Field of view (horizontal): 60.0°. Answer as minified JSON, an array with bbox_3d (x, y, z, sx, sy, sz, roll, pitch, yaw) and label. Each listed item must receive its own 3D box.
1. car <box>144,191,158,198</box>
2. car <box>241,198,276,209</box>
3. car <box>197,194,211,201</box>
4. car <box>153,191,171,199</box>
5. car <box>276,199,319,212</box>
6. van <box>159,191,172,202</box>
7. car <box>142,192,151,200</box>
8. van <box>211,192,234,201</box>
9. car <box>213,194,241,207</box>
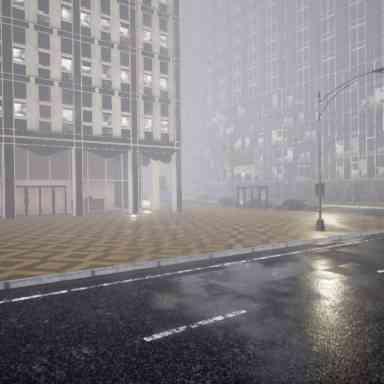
[{"bbox_3d":[-10.273,0.683,82.883,1.967,1.590,4.097,0,1,-34],"label":"car"},{"bbox_3d":[8.471,1.386,40.602,1.802,1.307,4.206,-1,1,-34],"label":"car"},{"bbox_3d":[2.600,1.041,64.145,1.802,1.307,4.206,-1,1,-34],"label":"car"},{"bbox_3d":[-7.055,0.612,78.197,2.192,1.841,5.009,0,1,-34],"label":"car"},{"bbox_3d":[11.675,1.422,35.905,1.947,1.339,4.313,-1,1,-34],"label":"car"},{"bbox_3d":[-4.308,0.935,59.399,1.690,1.788,3.998,0,1,-34],"label":"van"},{"bbox_3d":[-10.744,1.037,68.771,2.008,1.369,4.403,0,1,-34],"label":"car"},{"bbox_3d":[5.817,0.853,59.457,1.690,1.788,3.998,-1,1,-34],"label":"van"},{"bbox_3d":[5.301,1.317,45.319,1.947,1.339,4.313,-1,1,-34],"label":"car"}]
